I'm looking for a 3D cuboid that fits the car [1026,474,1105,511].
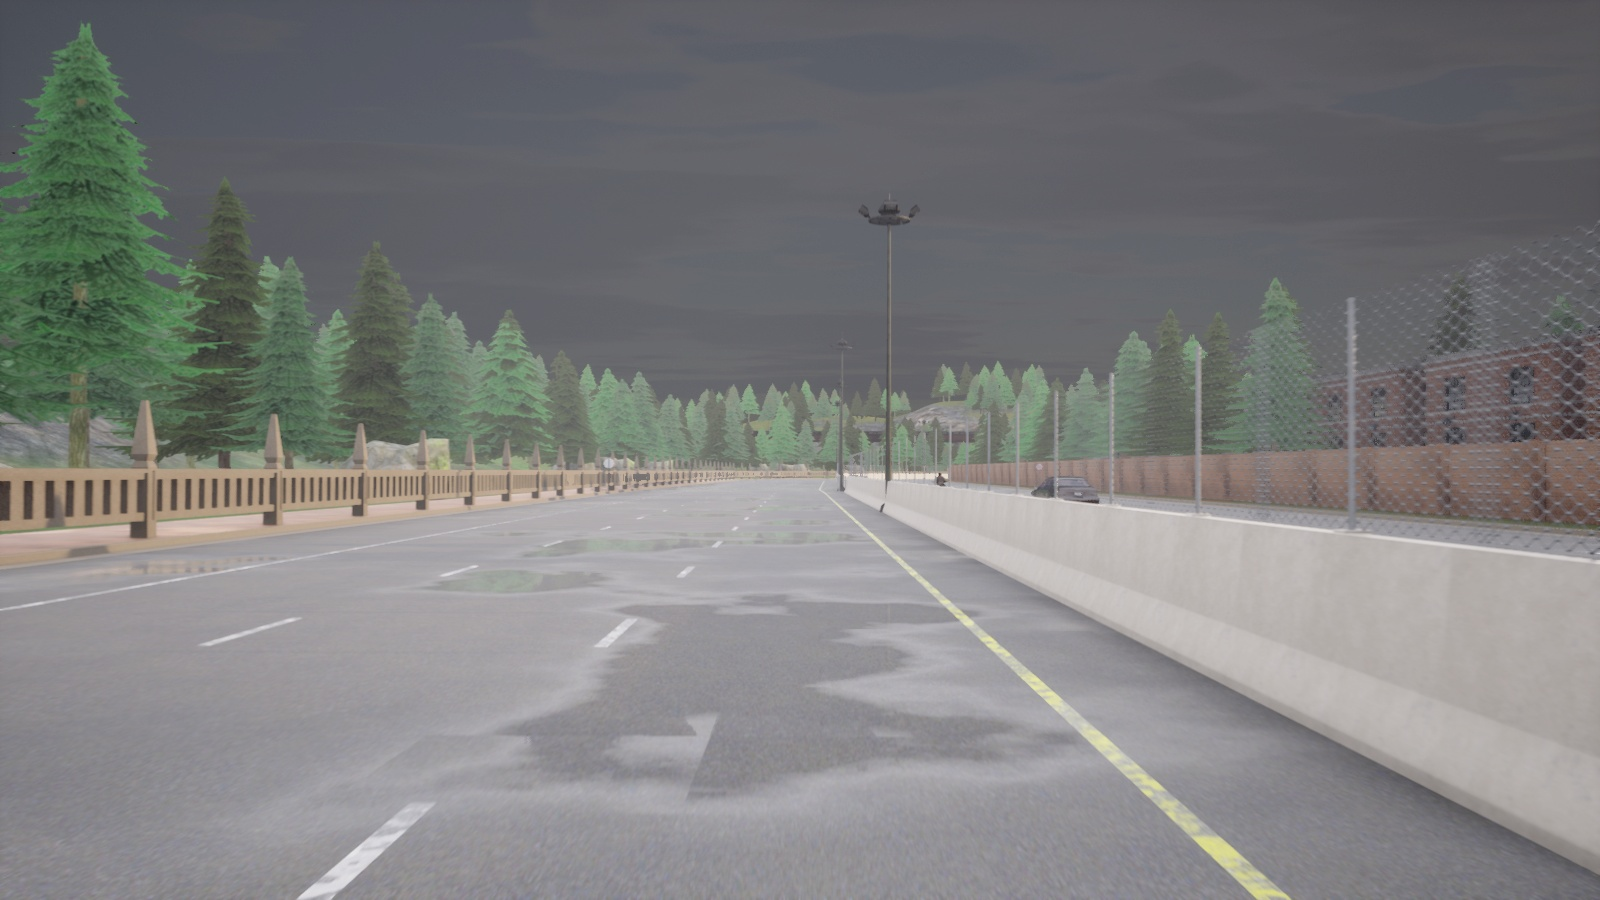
[{"bbox_3d":[10.527,1.662,50.206,2.033,1.411,5.357,0,-1,0],"label":"car"}]
